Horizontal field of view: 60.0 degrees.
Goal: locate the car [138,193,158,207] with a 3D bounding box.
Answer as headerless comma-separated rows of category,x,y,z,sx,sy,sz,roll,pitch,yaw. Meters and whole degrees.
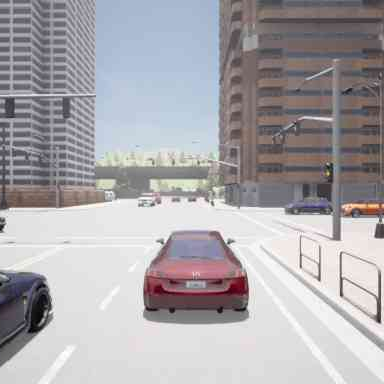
car,-7.057,1.221,52.122,2.150,2.045,5.566,0,0,0

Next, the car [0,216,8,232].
car,-12.302,1.601,19.256,1.895,1.301,4.718,0,0,-45

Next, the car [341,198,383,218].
car,15.539,1.352,29.584,4.553,1.767,2.097,0,0,1

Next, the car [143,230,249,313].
car,0.085,1.564,7.731,1.994,1.385,4.181,0,0,0

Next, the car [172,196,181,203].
car,-3.416,1.542,71.907,2.033,1.411,5.357,0,0,0

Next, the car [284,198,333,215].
car,11.565,1.352,33.168,4.553,1.767,2.097,0,0,2

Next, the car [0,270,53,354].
car,-3.437,1.564,4.159,1.994,1.385,4.181,0,0,0

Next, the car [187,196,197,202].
car,0.053,1.525,73.367,2.128,1.511,4.902,0,0,0

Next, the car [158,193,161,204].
car,-7.015,1.221,62.543,2.150,2.045,5.566,0,0,1
